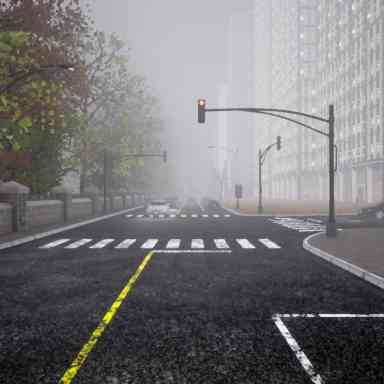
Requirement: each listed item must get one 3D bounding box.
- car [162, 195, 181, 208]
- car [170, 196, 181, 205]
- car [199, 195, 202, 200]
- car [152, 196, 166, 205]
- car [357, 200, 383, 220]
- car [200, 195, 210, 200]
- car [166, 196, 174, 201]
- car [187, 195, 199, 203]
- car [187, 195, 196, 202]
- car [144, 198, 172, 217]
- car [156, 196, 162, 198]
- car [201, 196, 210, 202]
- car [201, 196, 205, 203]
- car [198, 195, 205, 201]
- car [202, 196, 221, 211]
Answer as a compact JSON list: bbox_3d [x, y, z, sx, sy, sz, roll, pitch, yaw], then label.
[{"bbox_3d":[-3.140,1.518,47.733,2.128,1.511,4.902,0,0,0],"label":"car"},{"bbox_3d":[-3.114,1.548,62.901,1.837,1.490,4.892,0,0,0],"label":"car"},{"bbox_3d":[3.052,1.406,69.828,2.097,1.767,4.553,0,0,0],"label":"car"},{"bbox_3d":[-5.740,1.478,58.436,1.967,1.590,4.097,0,0,0],"label":"car"},{"bbox_3d":[14.932,1.239,24.769,4.892,1.490,1.837,-1,0,0],"label":"car"},{"bbox_3d":[2.645,1.597,52.811,1.947,1.339,4.313,0,0,0],"label":"car"},{"bbox_3d":[-5.765,1.625,86.597,1.887,1.381,4.507,0,0,0],"label":"car"},{"bbox_3d":[-0.062,1.578,69.246,1.812,1.442,4.674,0,0,0],"label":"car"},{"bbox_3d":[-0.069,1.482,78.830,2.033,1.411,5.357,0,0,0],"label":"car"},{"bbox_3d":[-3.127,1.538,31.139,1.812,1.442,4.674,0,0,0],"label":"car"},{"bbox_3d":[-5.731,1.607,47.171,1.802,1.307,4.206,0,0,0],"label":"car"},{"bbox_3d":[3.082,1.590,76.858,1.812,1.442,4.674,0,0,0],"label":"car"},{"bbox_3d":[2.649,1.591,47.178,1.947,1.339,4.313,0,0,0],"label":"car"},{"bbox_3d":[2.610,1.642,92.237,2.008,1.369,4.403,0,0,0],"label":"car"},{"bbox_3d":[2.654,1.587,41.546,1.947,1.339,4.313,0,0,0],"label":"car"}]
